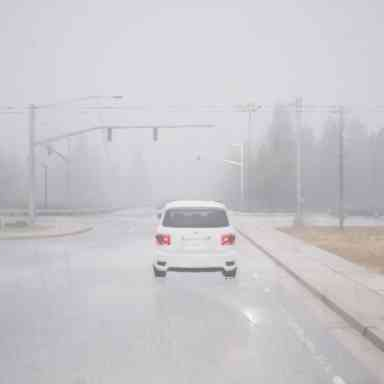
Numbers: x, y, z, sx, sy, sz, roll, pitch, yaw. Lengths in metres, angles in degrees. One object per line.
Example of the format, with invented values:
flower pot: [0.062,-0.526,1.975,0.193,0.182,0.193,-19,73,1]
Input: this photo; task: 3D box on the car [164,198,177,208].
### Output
car: [-3.561,1.787,54.906,1.837,1.490,4.892,0,0,0]

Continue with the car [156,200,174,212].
car: [-3.589,1.778,44.719,2.033,1.411,5.357,0,0,0]

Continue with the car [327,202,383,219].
car: [14.938,1.675,30.269,4.902,1.511,2.128,0,0,1]

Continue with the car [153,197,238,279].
car: [0.065,1.277,10.386,2.150,2.045,5.566,0,0,-1]

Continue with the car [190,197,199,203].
car: [0.677,1.956,83.812,2.128,1.511,4.902,0,0,2]

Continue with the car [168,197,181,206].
car: [-3.428,1.827,65.171,2.128,1.511,4.902,0,0,1]
